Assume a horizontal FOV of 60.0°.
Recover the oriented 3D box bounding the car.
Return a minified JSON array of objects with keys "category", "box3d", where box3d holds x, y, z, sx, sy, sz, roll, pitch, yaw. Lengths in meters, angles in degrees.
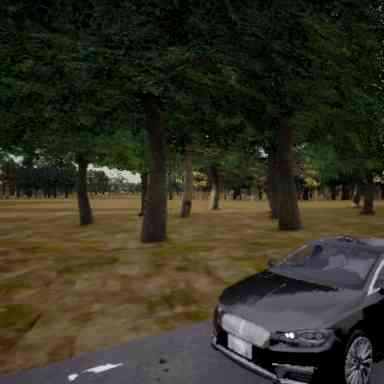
[{"category":"car","box3d":[2.505,1.526,5.306,4.902,1.511,2.128,0,0,-37]}]
